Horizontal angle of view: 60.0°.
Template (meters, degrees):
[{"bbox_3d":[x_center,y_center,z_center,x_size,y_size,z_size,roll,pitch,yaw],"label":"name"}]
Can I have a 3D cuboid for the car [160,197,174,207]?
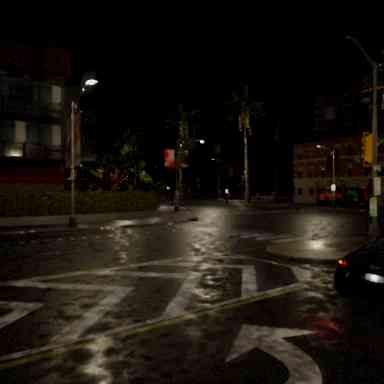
[{"bbox_3d":[-4.757,1.503,53.091,2.128,1.511,4.902,0,0,-35],"label":"car"}]

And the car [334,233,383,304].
[{"bbox_3d":[5.025,1.569,7.346,4.181,1.385,1.994,0,0,-35],"label":"car"}]
